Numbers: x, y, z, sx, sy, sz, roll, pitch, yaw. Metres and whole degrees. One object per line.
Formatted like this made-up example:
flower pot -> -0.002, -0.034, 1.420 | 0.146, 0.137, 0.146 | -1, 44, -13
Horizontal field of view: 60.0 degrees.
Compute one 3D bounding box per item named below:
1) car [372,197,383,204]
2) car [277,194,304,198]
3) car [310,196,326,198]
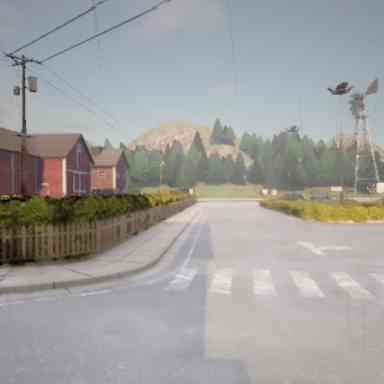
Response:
car -> 29.933, 1.494, 52.082 | 3.905, 1.438, 1.784 | -1, 0, 4
car -> 18.094, 1.349, 62.318 | 5.566, 2.045, 2.150 | -1, 0, 4
car -> 31.348, 1.541, 80.850 | 5.008, 1.535, 1.882 | -1, 0, 4
